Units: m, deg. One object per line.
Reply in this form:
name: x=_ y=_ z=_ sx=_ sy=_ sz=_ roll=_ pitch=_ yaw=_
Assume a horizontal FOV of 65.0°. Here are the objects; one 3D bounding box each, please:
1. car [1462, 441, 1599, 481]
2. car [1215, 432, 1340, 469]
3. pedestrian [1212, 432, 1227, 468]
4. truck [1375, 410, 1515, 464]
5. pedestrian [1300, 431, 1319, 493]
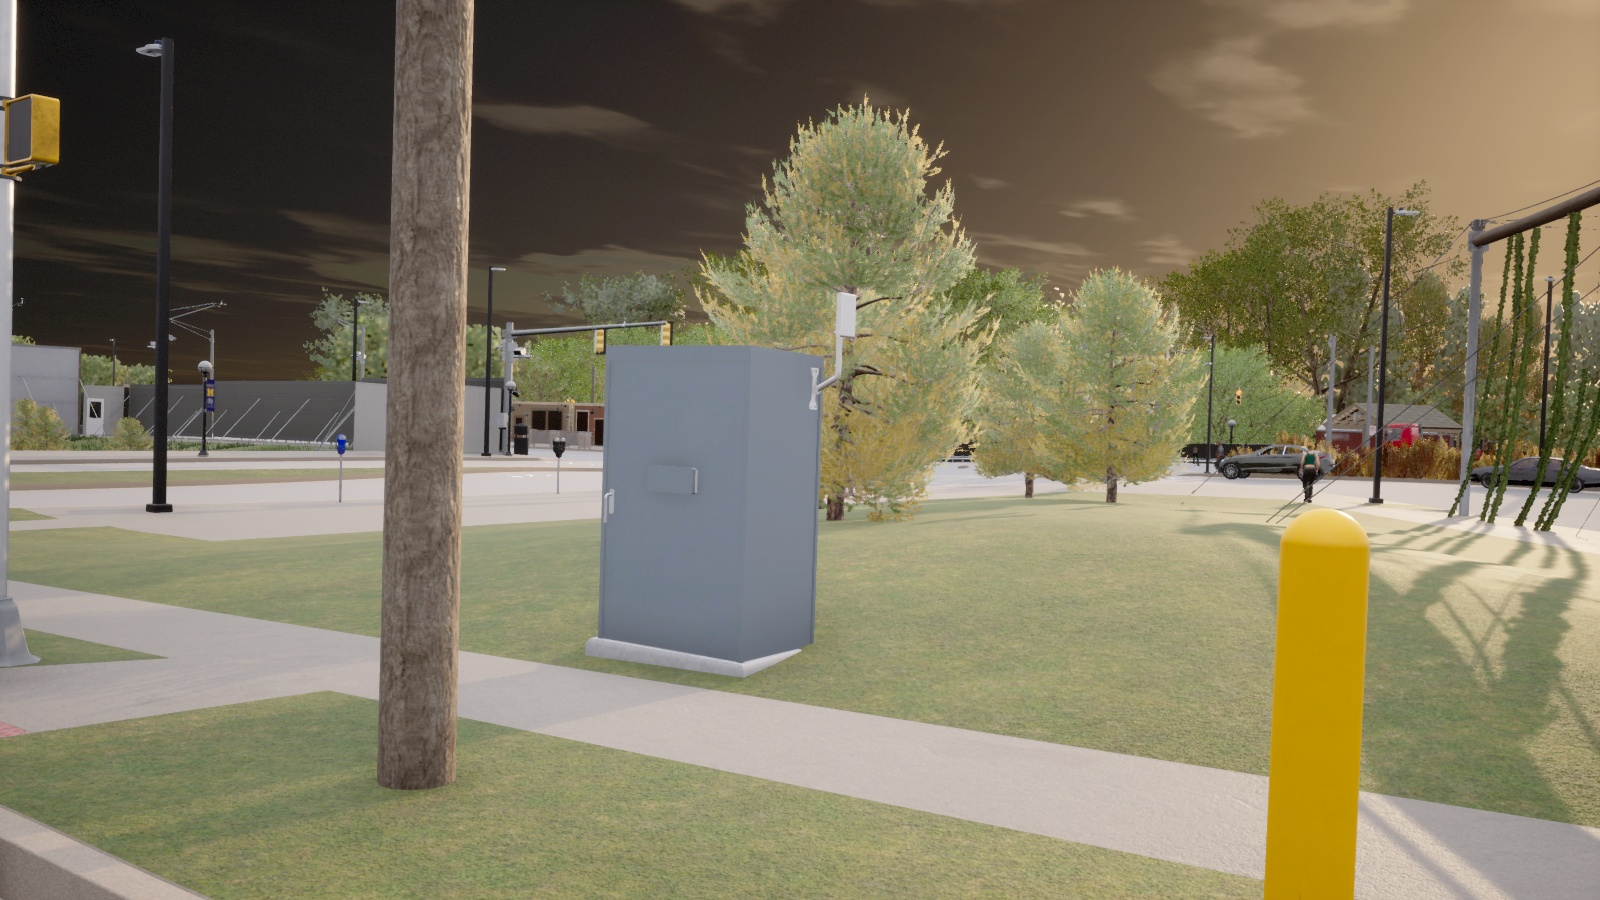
car: x=30.596 y=0.423 z=52.045 sx=5.357 sy=1.411 sz=2.033 roll=2 pitch=3 yaw=34
car: x=22.014 y=0.016 z=57.932 sx=5.027 sy=1.651 sz=2.152 roll=0 pitch=1 yaw=34
pedestrian: x=21.802 y=-0.021 z=65.258 sx=0.694 sy=1.848 sz=0.540 roll=1 pitch=2 yaw=15
truck: x=43.289 y=-0.902 z=84.406 sx=7.936 sy=3.462 sz=2.891 roll=1 pitch=1 yaw=37
pedestrian: x=15.297 y=0.365 z=37.702 sx=0.345 sy=1.836 sz=0.594 roll=1 pitch=2 yaw=9
